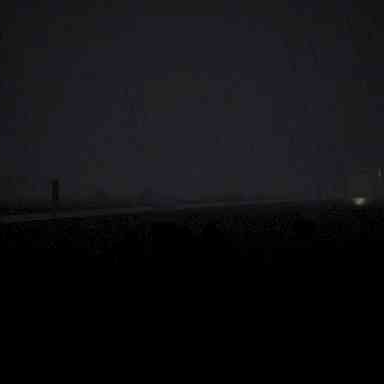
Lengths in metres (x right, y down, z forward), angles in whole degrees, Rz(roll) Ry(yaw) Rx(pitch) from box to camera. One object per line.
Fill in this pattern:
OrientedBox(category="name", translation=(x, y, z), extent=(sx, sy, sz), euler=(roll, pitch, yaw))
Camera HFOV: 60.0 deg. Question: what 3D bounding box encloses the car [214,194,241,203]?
OrientedBox(category="car", translation=(5.880, 1.039, 54.045), extent=(2.033, 1.411, 5.357), euler=(1, 1, 41))
